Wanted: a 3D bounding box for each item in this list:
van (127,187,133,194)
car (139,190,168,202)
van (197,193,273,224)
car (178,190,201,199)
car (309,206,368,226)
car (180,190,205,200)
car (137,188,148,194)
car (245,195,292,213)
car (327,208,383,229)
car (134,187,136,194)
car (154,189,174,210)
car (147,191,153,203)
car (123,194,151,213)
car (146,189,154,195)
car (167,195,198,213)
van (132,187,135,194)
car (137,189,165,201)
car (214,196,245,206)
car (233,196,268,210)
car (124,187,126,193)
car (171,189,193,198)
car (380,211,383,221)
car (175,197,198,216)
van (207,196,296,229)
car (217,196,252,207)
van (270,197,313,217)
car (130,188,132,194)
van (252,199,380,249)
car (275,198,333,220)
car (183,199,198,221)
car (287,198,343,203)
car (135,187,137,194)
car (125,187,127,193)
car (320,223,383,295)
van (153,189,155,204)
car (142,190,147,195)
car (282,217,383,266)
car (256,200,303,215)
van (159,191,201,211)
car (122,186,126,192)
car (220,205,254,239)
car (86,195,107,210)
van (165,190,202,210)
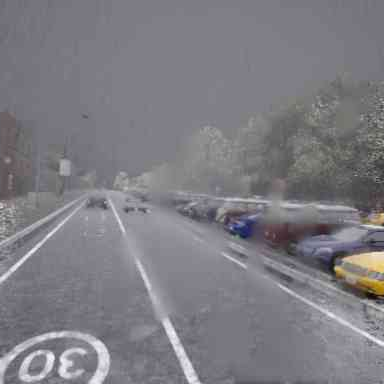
[{"bbox_3d":[-11.831,0.059,76.102,4.442,1.987,1.878,3,1,-15],"label":"van"},{"bbox_3d":[-6.664,0.638,57.180,4.553,1.767,2.185,3,1,-15],"label":"car"},{"bbox_3d":[2.942,1.387,22.028,4.442,1.987,1.878,3,0,-15],"label":"van"},{"bbox_3d":[-0.649,0.616,85.160,5.566,2.045,2.435,3,1,-15],"label":"car"},{"bbox_3d":[13.825,2.234,31.455,4.792,1.488,2.163,3,0,-15],"label":"car"},{"bbox_3d":[0.042,0.681,82.590,5.566,2.045,2.435,3,1,-15],"label":"car"},{"bbox_3d":[-5.199,0.649,51.767,5.566,2.045,2.435,3,1,-15],"label":"car"},{"bbox_3d":[10.241,1.630,44.852,5.566,2.045,2.435,3,1,-15],"label":"car"},{"bbox_3d":[14.492,2.290,28.753,4.792,1.488,2.163,3,0,-15],"label":"car"},{"bbox_3d":[-8.058,0.506,62.610,4.553,1.767,2.185,3,1,-15],"label":"car"},{"bbox_3d":[-0.836,1.056,35.527,5.566,2.045,2.435,3,1,-15],"label":"car"},{"bbox_3d":[-3.011,1.105,43.656,4.892,1.521,2.231,3,1,-15],"label":"car"},{"bbox_3d":[-5.336,1.173,30.732,1.895,1.301,4.718,3,0,-15],"label":"car"},{"bbox_3d":[-3.695,0.913,46.371,4.553,1.767,2.185,3,1,-15],"label":"car"},{"bbox_3d":[0.638,1.438,30.124,4.892,1.521,2.231,3,0,-15],"label":"car"},{"bbox_3d":[-8.922,0.330,65.277,4.442,1.987,1.878,3,1,-15],"label":"van"},{"bbox_3d":[-7.391,0.571,59.887,4.553,1.767,2.185,3,1,-15],"label":"car"},{"bbox_3d":[6.603,1.545,58.249,4.892,1.521,2.231,3,1,-15],"label":"car"},{"bbox_3d":[8.795,1.621,50.215,4.553,1.767,2.185,3,1,-15],"label":"car"},{"bbox_3d":[-13.918,0.088,84.250,5.008,1.535,2.097,3,1,-15],"label":"car"},{"bbox_3d":[-2.817,0.425,93.227,5.566,2.045,2.435,3,0,-15],"label":"car"},{"bbox_3d":[15.958,2.362,23.401,5.008,1.535,2.097,3,0,-15],"label":"car"},{"bbox_3d":[1.355,1.538,27.415,4.674,1.452,2.002,3,0,-15],"label":"car"},{"bbox_3d":[3.445,1.425,19.262,4.442,1.987,1.878,3,0,-15],"label":"van"},{"bbox_3d":[7.140,1.597,55.518,5.366,1.575,1.946,3,1,-15],"label":"car"},{"bbox_3d":[11.764,1.794,39.517,4.442,1.987,1.878,3,1,-15],"label":"van"},{"bbox_3d":[-9.555,0.494,68.014,5.008,1.535,2.097,3,1,-15],"label":"car"},{"bbox_3d":[5.128,1.531,13.906,4.442,1.987,1.878,3,0,-15],"label":"van"},{"bbox_3d":[12.401,1.831,36.813,5.566,2.045,2.435,3,1,-15],"label":"car"},{"bbox_3d":[2.115,1.587,24.712,4.792,1.488,2.163,3,0,-15],"label":"car"},{"bbox_3d":[13.066,1.890,34.117,5.566,2.045,2.435,3,0,-15],"label":"car"},{"bbox_3d":[-5.927,0.581,54.473,5.566,2.045,2.435,3,1,-15],"label":"car"},{"bbox_3d":[-13.007,0.162,81.596,5.366,1.575,1.946,3,1,-15],"label":"car"},{"bbox_3d":[6.281,1.828,8.415,5.366,1.575,1.946,3,0,-15],"label":"car"},{"bbox_3d":[-2.152,0.953,40.979,4.442,1.987,1.878,3,1,-15],"label":"van"},{"bbox_3d":[-4.465,1.009,49.070,4.674,1.452,2.002,3,1,-15],"label":"car"},{"bbox_3d":[5.731,1.836,11.170,4.674,1.452,2.002,3,0,-15],"label":"car"},{"bbox_3d":[11.098,1.954,42.215,5.366,1.575,1.946,3,1,-15],"label":"car"},{"bbox_3d":[-1.425,1.021,38.273,4.442,1.987,1.878,3,1,-15],"label":"van"},{"bbox_3d":[-16.098,-0.098,92.365,4.892,1.521,2.231,3,0,-15],"label":"car"},{"bbox_3d":[4.269,1.704,16.581,5.008,1.535,2.097,3,0,-15],"label":"car"},{"bbox_3d":[-9.067,0.947,31.774,1.895,1.301,4.718,3,0,-15],"label":"car"},{"bbox_3d":[0.029,1.156,32.861,4.442,1.987,1.878,3,0,-15],"label":"van"}]
